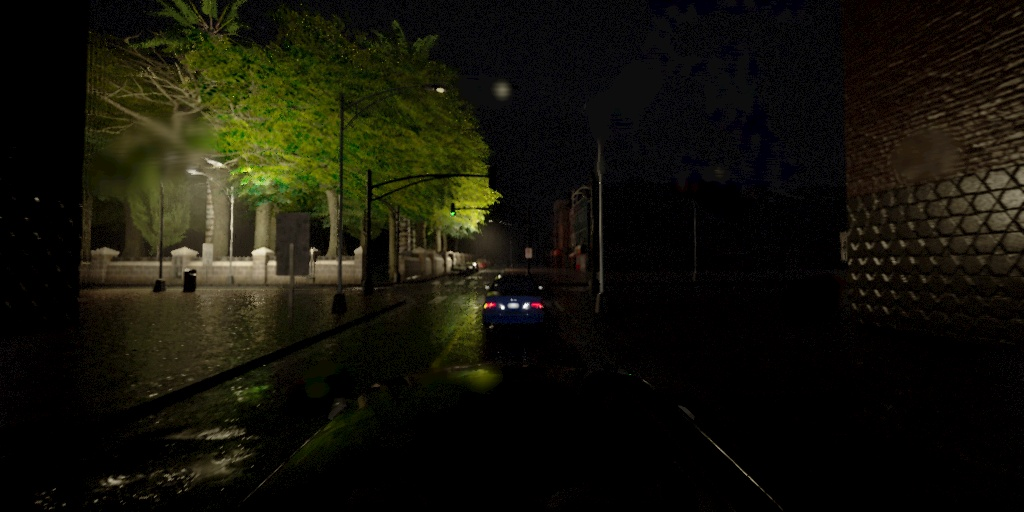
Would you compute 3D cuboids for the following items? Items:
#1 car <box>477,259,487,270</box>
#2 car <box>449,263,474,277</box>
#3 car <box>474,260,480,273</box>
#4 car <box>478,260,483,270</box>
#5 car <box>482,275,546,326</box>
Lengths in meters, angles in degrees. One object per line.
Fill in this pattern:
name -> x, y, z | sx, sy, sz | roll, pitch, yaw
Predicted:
car -> -5.696, 1.686, 61.162 | 1.802, 1.307, 4.207 | 0, 0, 0
car -> -5.532, 1.495, 37.678 | 2.007, 1.370, 4.403 | 0, 0, 0
car -> -5.563, 1.540, 44.813 | 2.007, 1.370, 4.403 | 0, 0, 0
car -> -5.607, 1.591, 50.263 | 1.948, 1.339, 4.313 | 0, 0, 0
car -> 0.049, 1.348, 11.828 | 2.033, 1.411, 5.357 | 0, 0, 0
